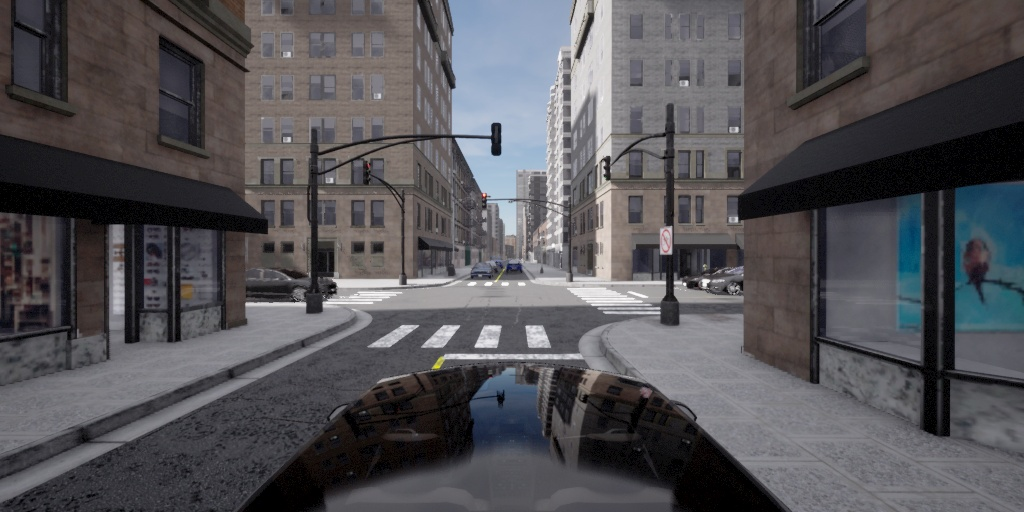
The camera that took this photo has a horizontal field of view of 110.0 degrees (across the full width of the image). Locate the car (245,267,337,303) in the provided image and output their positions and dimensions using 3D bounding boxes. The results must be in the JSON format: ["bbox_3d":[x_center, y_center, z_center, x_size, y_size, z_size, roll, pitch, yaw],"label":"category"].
[{"bbox_3d":[-10.382,1.250,15.919,4.892,1.490,1.837,0,0,-1],"label":"car"}]

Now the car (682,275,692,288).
[{"bbox_3d":[12.448,1.313,21.314,4.313,1.339,1.948,0,0,0],"label":"car"}]

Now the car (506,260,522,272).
[{"bbox_3d":[0.284,1.247,45.830,1.882,1.535,5.008,0,0,0],"label":"car"}]

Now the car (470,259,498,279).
[{"bbox_3d":[-2.718,1.305,33.471,2.033,1.411,5.357,0,0,0],"label":"car"}]

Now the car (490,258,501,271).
[{"bbox_3d":[-2.673,1.293,43.759,1.812,1.442,4.674,0,0,0],"label":"car"}]

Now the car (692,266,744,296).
[{"bbox_3d":[12.546,1.247,18.775,4.902,1.511,2.128,0,0,0],"label":"car"}]

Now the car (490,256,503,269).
[{"bbox_3d":[-2.597,0.998,57.587,2.150,2.045,5.566,0,1,0],"label":"car"}]
